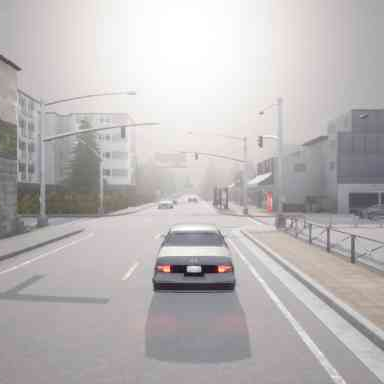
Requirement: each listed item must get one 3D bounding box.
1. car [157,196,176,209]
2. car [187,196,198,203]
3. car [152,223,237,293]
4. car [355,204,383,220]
[{"bbox_3d":[-3.584,1.526,45.894,1.812,1.442,4.674,0,0,0],"label":"car"},{"bbox_3d":[0.122,1.526,68.876,1.812,1.442,4.674,0,0,0],"label":"car"},{"bbox_3d":[0.062,1.547,8.990,2.033,1.411,5.357,0,0,1],"label":"car"},{"bbox_3d":[16.724,1.740,29.382,4.181,1.385,1.994,0,0,0],"label":"car"}]
